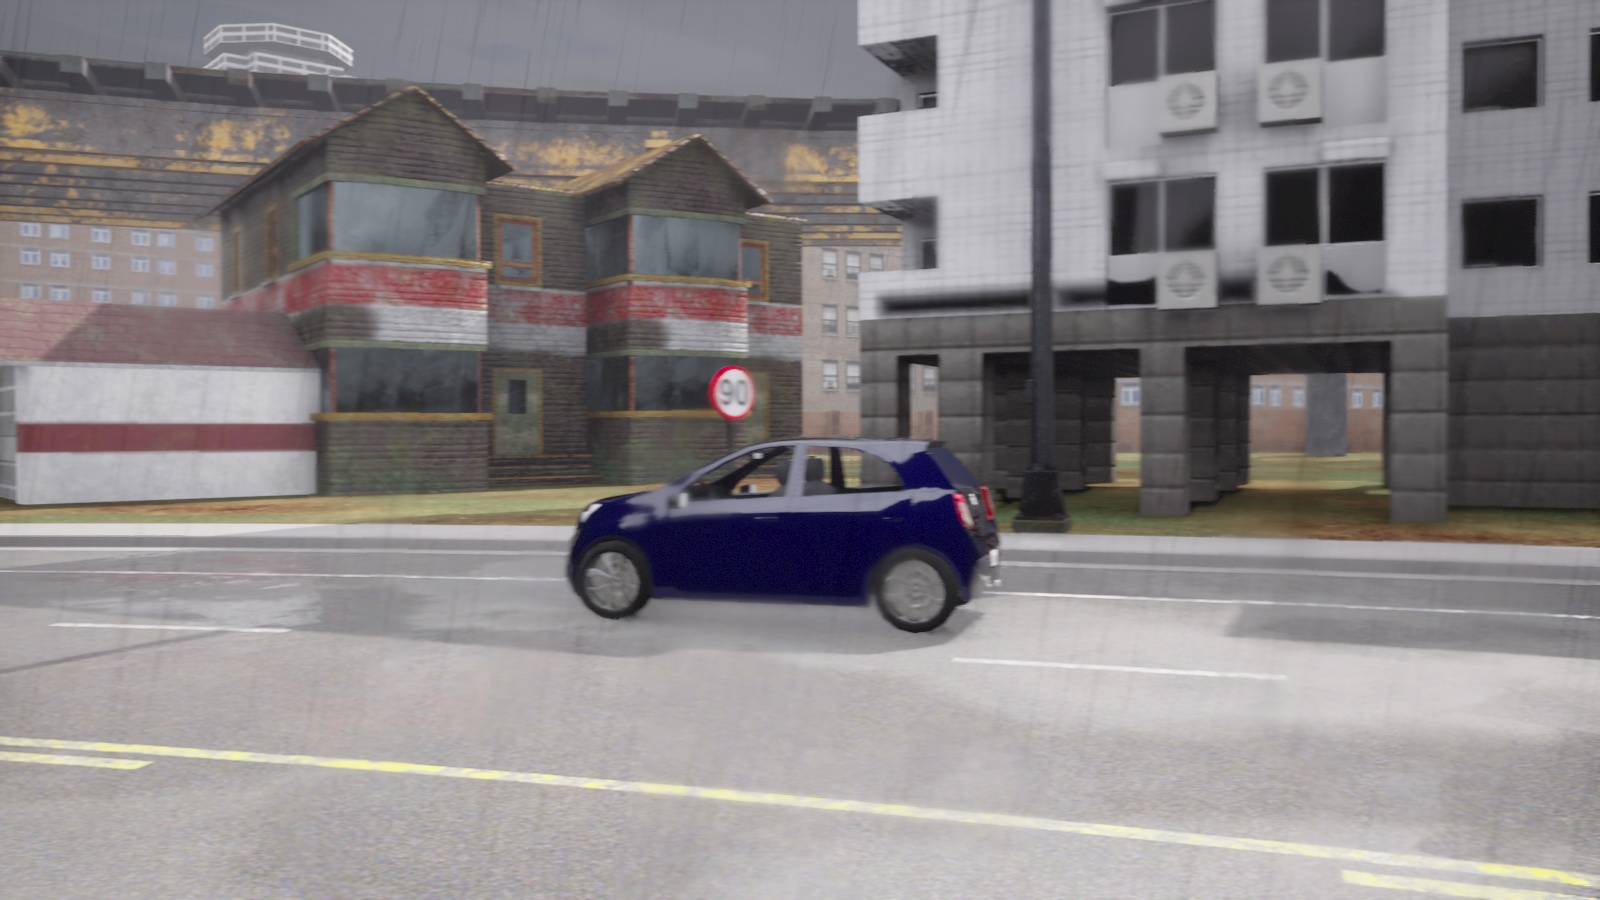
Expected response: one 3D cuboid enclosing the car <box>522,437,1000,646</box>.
[{"bbox_3d":[-0.267,0.659,10.614,3.633,1.501,1.845,1,1,17],"label":"car"}]
